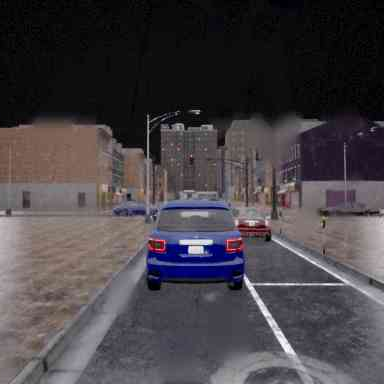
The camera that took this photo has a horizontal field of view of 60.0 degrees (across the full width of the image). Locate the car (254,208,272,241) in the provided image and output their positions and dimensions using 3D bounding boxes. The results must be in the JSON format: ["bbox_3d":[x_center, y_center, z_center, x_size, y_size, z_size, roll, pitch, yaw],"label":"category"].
[{"bbox_3d":[2.683,1.462,16.807,1.967,1.590,4.097,2,0,0],"label":"car"}]

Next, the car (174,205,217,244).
[{"bbox_3d":[0.118,1.500,16.994,1.882,1.535,5.008,0,0,-1],"label":"car"}]

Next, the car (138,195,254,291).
[{"bbox_3d":[0.052,1.230,9.203,2.150,2.045,5.566,0,0,-1],"label":"car"}]

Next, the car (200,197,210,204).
[{"bbox_3d":[2.750,1.858,70.910,1.752,1.417,4.829,1,-1,0],"label":"car"}]

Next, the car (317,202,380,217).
[{"bbox_3d":[14.756,1.621,31.585,5.357,1.411,2.033,0,-2,3],"label":"car"}]

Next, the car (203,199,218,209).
[{"bbox_3d":[2.720,1.717,48.991,1.947,1.339,4.313,1,0,0],"label":"car"}]

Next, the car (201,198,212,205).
[{"bbox_3d":[2.742,1.846,65.303,1.947,1.339,4.313,1,-1,0],"label":"car"}]

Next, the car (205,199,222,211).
[{"bbox_3d":[2.713,1.683,43.554,1.947,1.339,4.313,1,0,0],"label":"car"}]

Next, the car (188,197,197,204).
[{"bbox_3d":[0.101,1.889,74.231,2.128,1.511,4.902,0,-1,0],"label":"car"}]

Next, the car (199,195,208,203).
[{"bbox_3d":[2.769,1.755,81.618,2.192,1.841,5.009,1,-1,0],"label":"car"}]

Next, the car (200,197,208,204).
[{"bbox_3d":[2.757,1.911,76.348,1.752,1.417,4.829,1,-1,0],"label":"car"}]

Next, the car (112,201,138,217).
[{"bbox_3d":[-4.715,1.550,29.717,4.674,1.442,1.812,0,-2,-11],"label":"car"}]

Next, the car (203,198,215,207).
[{"bbox_3d":[2.729,1.716,54.597,1.752,1.417,4.829,1,0,0],"label":"car"}]

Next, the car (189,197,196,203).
[{"bbox_3d":[0.114,1.970,84.379,1.837,1.490,4.892,0,-1,0],"label":"car"}]
